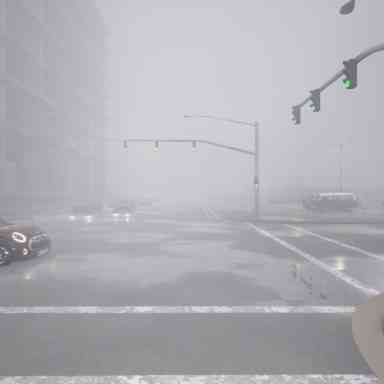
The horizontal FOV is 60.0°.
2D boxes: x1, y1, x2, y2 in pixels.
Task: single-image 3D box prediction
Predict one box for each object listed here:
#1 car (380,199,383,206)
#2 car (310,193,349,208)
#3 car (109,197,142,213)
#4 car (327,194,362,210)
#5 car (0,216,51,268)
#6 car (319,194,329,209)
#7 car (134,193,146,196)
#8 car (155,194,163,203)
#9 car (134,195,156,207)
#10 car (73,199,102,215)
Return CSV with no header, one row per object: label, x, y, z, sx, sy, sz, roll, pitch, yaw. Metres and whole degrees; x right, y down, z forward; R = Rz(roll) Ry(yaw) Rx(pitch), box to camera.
car,36.828,1.418,60.643,3.905,1.438,1.784,0,0,1
car,21.620,1.207,52.346,4.605,1.855,1.932,0,0,1
car,-7.307,1.547,37.072,2.033,1.411,5.357,0,0,0
car,21.614,1.450,46.768,3.806,1.475,1.970,0,0,1
car,-7.123,1.374,10.919,4.553,1.767,2.097,0,0,0
car,21.643,1.418,49.663,3.905,1.438,1.784,0,0,1
car,-10.619,1.216,68.209,2.150,2.045,5.566,0,0,0
car,-7.114,1.272,68.944,2.097,1.767,4.553,0,0,0
car,-7.261,1.546,51.793,2.033,1.411,5.357,0,0,0
car,-10.816,1.477,34.704,1.882,1.535,5.008,0,0,0
